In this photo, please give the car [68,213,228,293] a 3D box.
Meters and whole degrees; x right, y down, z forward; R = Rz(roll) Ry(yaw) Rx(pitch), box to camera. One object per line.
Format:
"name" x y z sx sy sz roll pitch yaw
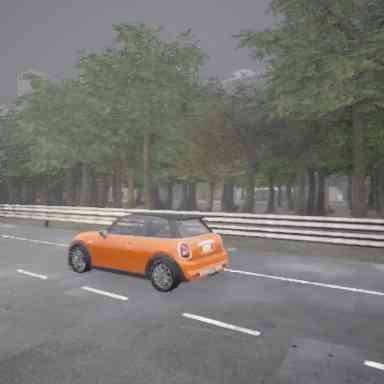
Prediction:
"car" -1.377 1.359 9.156 4.553 1.767 2.097 0 0 36
